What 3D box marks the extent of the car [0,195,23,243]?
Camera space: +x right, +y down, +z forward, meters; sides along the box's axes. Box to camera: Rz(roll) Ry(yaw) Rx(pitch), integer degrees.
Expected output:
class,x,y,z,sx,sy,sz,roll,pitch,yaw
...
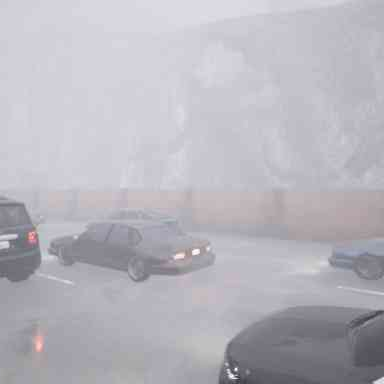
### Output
class,x,y,z,sx,sy,sz,roll,pitch,yaw
car,-10.537,1.149,15.788,5.566,2.045,2.150,0,0,36

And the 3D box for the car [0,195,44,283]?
class,x,y,z,sx,sy,sz,roll,pitch,yaw
car,-6.056,1.180,8.306,5.566,2.045,2.150,0,0,35

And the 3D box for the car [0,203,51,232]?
class,x,y,z,sx,sy,sz,roll,pitch,yaw
car,-11.185,1.462,20.558,5.357,1.411,2.033,0,0,36

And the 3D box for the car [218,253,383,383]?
class,x,y,z,sx,sy,sz,roll,pitch,yaw
car,2.503,1.507,2.266,4.892,1.490,1.837,0,0,35

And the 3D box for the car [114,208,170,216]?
class,x,y,z,sx,sy,sz,roll,pitch,yaw
car,-2.660,1.463,14.481,4.892,1.490,1.837,0,0,36

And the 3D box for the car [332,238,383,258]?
class,x,y,z,sx,sy,sz,roll,pitch,yaw
car,6.302,1.550,8.103,5.357,1.411,2.033,0,0,35

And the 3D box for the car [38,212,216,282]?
class,x,y,z,sx,sy,sz,roll,pitch,yaw
car,-1.950,1.518,9.675,5.357,1.411,2.033,0,0,35
